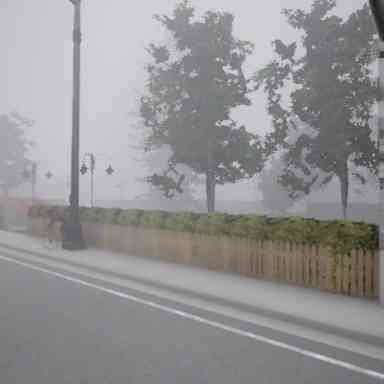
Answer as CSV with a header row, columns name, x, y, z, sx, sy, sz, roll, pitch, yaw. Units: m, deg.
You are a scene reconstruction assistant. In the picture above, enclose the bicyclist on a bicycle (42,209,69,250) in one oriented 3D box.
name,x,y,z,sx,sy,sz,roll,pitch,yaw
bicyclist on a bicycle,-5.490,1.479,13.642,0.582,1.620,1.656,-26,-9,37
